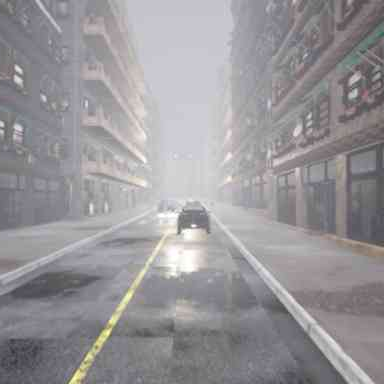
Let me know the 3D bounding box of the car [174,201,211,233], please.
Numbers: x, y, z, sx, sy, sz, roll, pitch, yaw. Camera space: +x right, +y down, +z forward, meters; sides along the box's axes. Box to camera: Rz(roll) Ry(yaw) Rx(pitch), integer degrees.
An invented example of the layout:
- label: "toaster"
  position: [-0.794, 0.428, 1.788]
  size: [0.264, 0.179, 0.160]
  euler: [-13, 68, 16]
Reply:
- label: "car"
  position: [0.094, 1.525, 19.827]
  size: [1.837, 1.490, 4.892]
  euler: [0, 0, 0]

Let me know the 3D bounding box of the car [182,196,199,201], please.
- label: "car"
  position: [0.087, 1.542, 41.248]
  size: [2.128, 1.511, 4.902]
  euler: [0, 0, 0]

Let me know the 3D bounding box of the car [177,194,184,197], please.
- label: "car"
  position: [-2.780, 1.263, 79.154]
  size: [1.837, 1.490, 4.892]
  euler: [0, 0, 0]

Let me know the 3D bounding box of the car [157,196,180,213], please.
- label: "car"
  position: [-2.854, 1.536, 37.974]
  size: [2.128, 1.511, 4.902]
  euler: [0, 0, 0]
